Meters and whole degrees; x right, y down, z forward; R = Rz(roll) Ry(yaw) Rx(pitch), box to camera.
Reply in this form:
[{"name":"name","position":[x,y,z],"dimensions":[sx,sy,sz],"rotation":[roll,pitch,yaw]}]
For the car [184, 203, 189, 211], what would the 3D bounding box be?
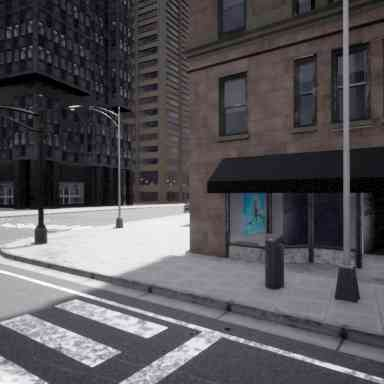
[{"name":"car","position":[0.621,1.983,46.610],"dimensions":[2.033,1.411,5.357],"rotation":[0,-1,23]}]
